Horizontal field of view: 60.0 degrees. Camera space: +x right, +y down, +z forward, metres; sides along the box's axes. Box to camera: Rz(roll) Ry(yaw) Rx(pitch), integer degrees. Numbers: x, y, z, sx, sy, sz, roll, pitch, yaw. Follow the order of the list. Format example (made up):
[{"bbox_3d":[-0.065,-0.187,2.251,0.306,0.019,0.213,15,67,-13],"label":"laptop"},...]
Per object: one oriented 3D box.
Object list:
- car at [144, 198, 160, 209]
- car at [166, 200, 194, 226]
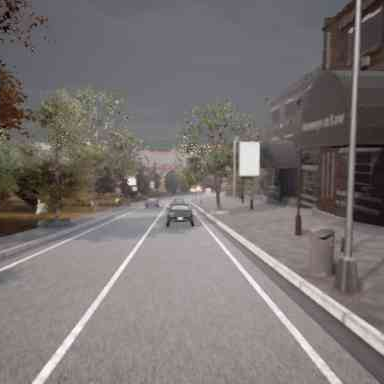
[{"bbox_3d":[-5.576,1.540,46.857,1.812,1.442,4.674,0,0,-2],"label":"car"},{"bbox_3d":[-0.843,1.517,23.392,1.812,1.442,4.674,0,0,-3],"label":"car"}]
